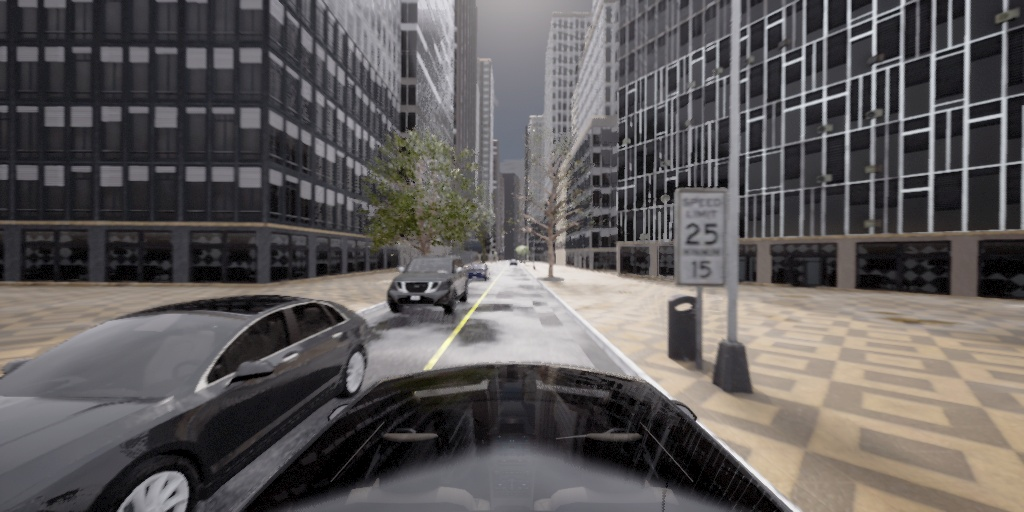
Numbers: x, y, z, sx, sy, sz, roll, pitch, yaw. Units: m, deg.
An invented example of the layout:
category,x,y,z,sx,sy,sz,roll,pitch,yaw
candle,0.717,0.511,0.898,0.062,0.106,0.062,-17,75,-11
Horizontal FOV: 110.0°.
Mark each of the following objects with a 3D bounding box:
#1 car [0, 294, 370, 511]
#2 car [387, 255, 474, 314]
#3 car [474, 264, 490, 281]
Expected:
category,x,y,z,sx,sy,sz,roll,pitch,yaw
car,-3.104,1.233,3.674,1.837,1.490,4.892,1,0,0
car,-3.051,0.979,14.252,2.150,2.045,5.566,1,0,1
car,-2.949,1.365,31.451,2.033,1.411,5.357,0,0,1
